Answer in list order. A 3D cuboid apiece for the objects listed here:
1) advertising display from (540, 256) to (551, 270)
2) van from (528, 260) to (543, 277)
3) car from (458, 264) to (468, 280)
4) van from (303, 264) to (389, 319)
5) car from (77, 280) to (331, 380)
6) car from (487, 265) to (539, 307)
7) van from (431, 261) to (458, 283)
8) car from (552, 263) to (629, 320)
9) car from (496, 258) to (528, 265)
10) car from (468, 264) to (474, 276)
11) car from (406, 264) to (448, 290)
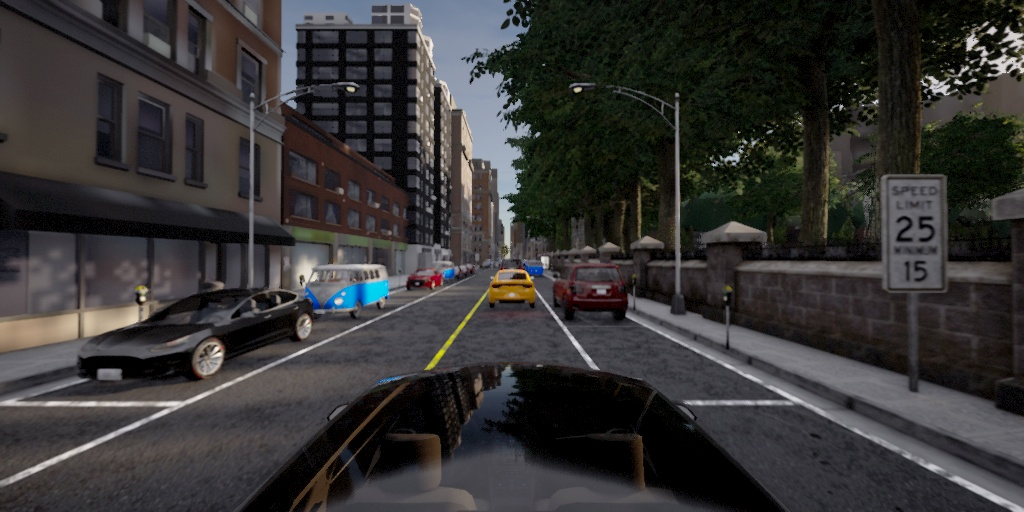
[{"bbox_3d":[5.649,1.278,61.464,1.540,2.440,0.280,0,0,0],"label":"advertising display"},{"bbox_3d":[2.677,1.437,41.377,1.690,1.789,3.998,0,0,0],"label":"van"},{"bbox_3d":[-5.849,1.632,35.691,1.802,1.307,4.207,0,0,0],"label":"car"},{"bbox_3d":[-5.854,1.195,13.049,1.690,1.789,3.998,0,0,0],"label":"van"},{"bbox_3d":[-5.855,1.368,7.389,1.948,1.339,4.313,0,0,0],"label":"car"},{"bbox_3d":[0.011,1.361,16.336,1.882,1.535,5.008,0,0,0],"label":"car"},{"bbox_3d":[-5.850,1.343,30.031,1.690,1.789,3.998,0,0,0],"label":"van"},{"bbox_3d":[2.671,1.169,13.088,2.192,1.841,5.009,0,0,0],"label":"car"},{"bbox_3d":[0.008,1.226,30.879,2.150,2.045,5.566,0,0,0],"label":"car"},{"bbox_3d":[-5.848,1.678,41.352,1.802,1.307,4.207,0,0,0],"label":"car"},{"bbox_3d":[-5.851,1.499,24.370,1.888,1.381,4.507,0,0,0],"label":"car"}]
